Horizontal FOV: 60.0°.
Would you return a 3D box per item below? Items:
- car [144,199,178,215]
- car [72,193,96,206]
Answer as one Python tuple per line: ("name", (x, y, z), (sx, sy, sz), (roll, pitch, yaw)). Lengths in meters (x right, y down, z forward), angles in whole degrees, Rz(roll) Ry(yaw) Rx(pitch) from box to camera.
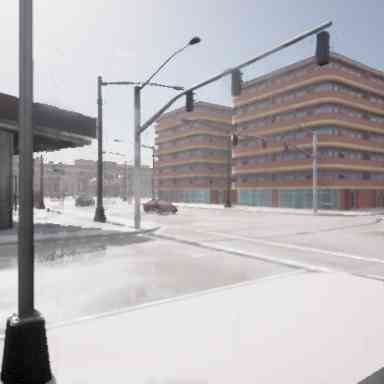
("car", (-3.311, 1.505, 34.270), (1.812, 1.442, 4.674), (0, 0, -36))
("car", (-16.997, 1.331, 53.077), (2.097, 1.767, 4.553), (0, 0, -36))
